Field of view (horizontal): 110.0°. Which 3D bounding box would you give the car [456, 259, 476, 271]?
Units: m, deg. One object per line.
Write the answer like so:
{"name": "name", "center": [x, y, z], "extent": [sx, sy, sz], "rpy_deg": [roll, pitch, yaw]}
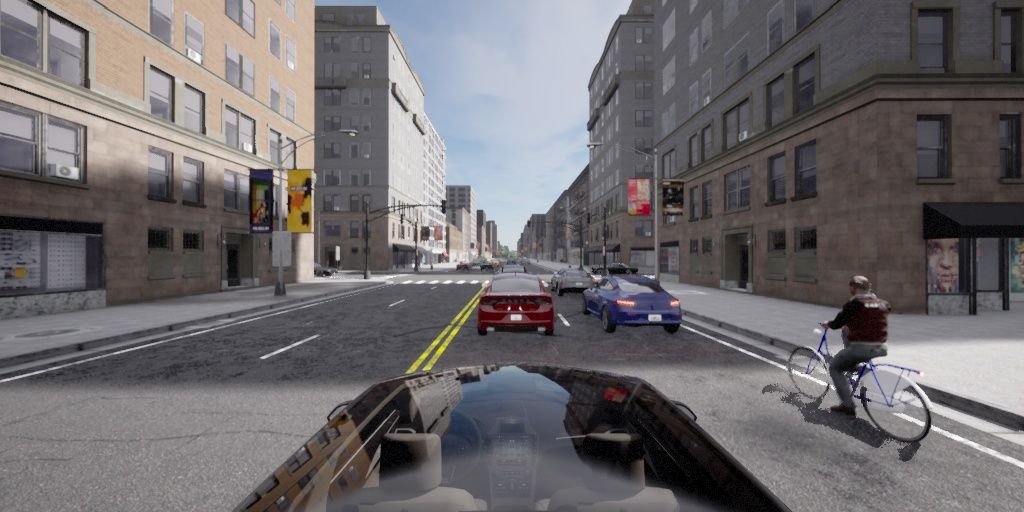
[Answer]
{"name": "car", "center": [-6.666, 1.362, 50.429], "extent": [1.895, 1.301, 4.718], "rpy_deg": [0, 0, 0]}

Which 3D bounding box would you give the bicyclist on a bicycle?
{"name": "bicyclist on a bicycle", "center": [4.142, 1.120, 4.470], "extent": [0.659, 1.776, 1.843], "rpy_deg": [0, 0, 0]}

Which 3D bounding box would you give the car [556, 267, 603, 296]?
{"name": "car", "center": [3.228, 1.315, 19.258], "extent": [1.994, 1.385, 4.181], "rpy_deg": [0, 0, 0]}

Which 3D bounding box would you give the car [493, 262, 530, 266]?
{"name": "car", "center": [0.078, 1.256, 20.001], "extent": [1.837, 1.490, 4.892], "rpy_deg": [0, 0, 0]}

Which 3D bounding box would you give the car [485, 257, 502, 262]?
{"name": "car", "center": [-3.390, 1.240, 64.887], "extent": [1.882, 1.535, 5.008], "rpy_deg": [0, 0, 0]}

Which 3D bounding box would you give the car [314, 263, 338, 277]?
{"name": "car", "center": [-19.682, 1.278, 34.381], "extent": [5.357, 1.411, 2.033], "rpy_deg": [0, 0, 0]}

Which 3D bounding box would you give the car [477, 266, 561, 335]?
{"name": "car", "center": [0.091, 1.228, 10.518], "extent": [1.882, 1.535, 5.008], "rpy_deg": [0, 0, 0]}

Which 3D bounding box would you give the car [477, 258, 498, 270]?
{"name": "car", "center": [-3.406, 1.362, 50.481], "extent": [1.895, 1.301, 4.718], "rpy_deg": [0, 0, 0]}

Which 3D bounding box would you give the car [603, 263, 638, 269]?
{"name": "car", "center": [10.428, 1.392, 37.045], "extent": [4.718, 1.301, 1.895], "rpy_deg": [0, 0, -3]}

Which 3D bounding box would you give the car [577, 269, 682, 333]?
{"name": "car", "center": [3.335, 1.276, 10.659], "extent": [1.812, 1.442, 4.674], "rpy_deg": [0, 0, 0]}
